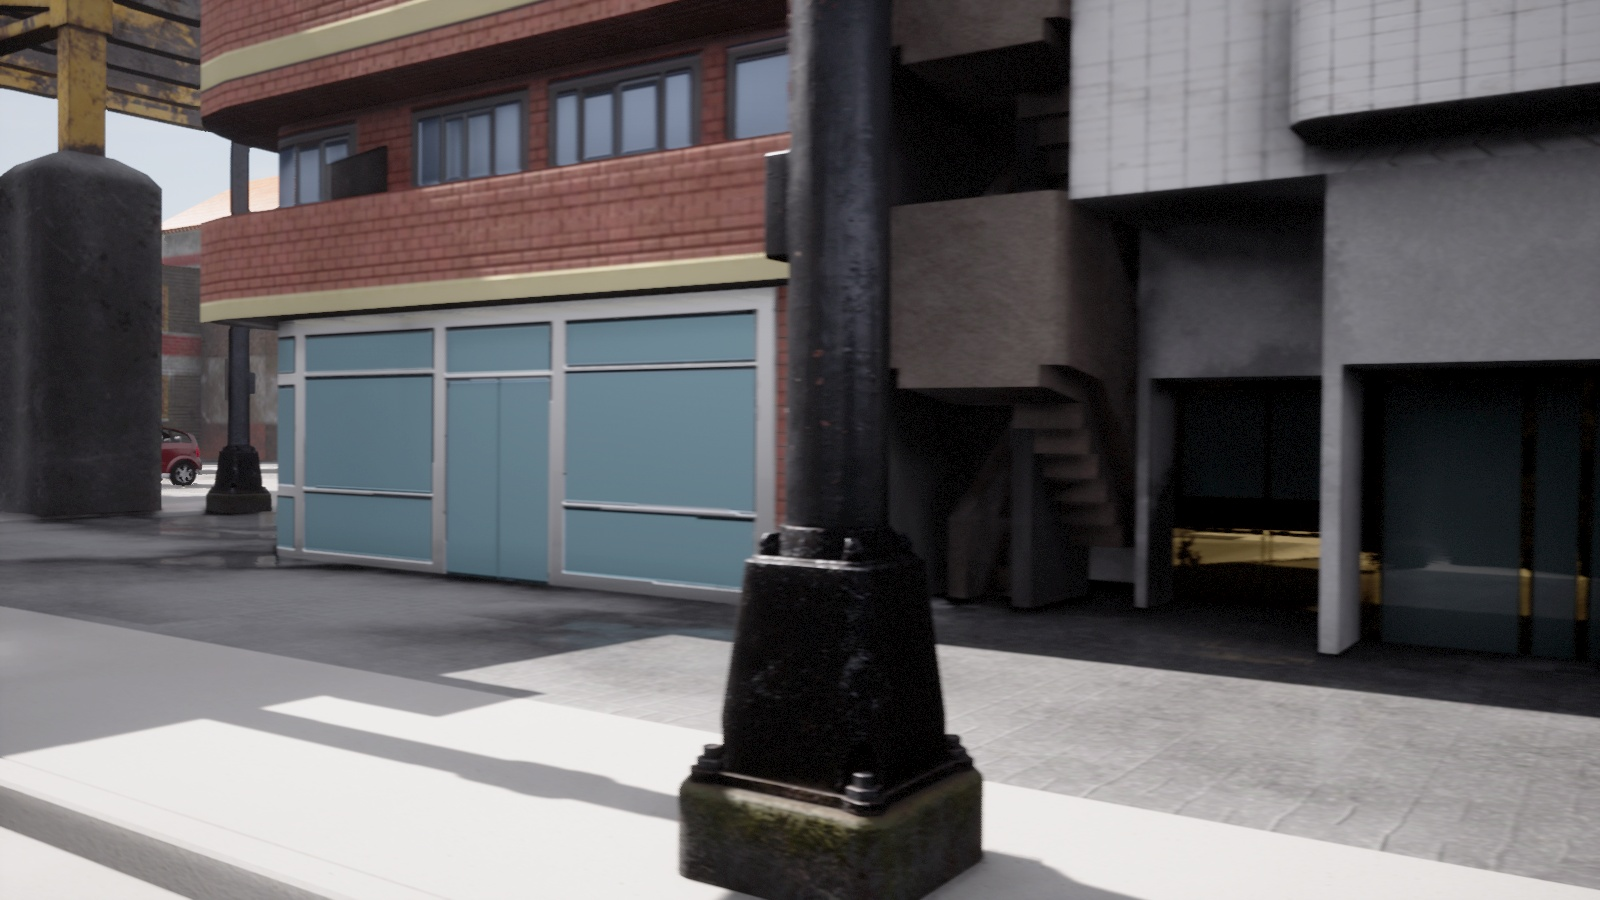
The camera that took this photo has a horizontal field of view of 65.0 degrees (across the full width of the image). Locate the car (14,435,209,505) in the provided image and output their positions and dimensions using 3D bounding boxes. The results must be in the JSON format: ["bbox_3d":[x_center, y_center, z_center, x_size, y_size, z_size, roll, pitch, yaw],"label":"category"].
[{"bbox_3d":[-16.571,0.436,30.380,1.789,1.549,3.705,0,1,34],"label":"car"}]
